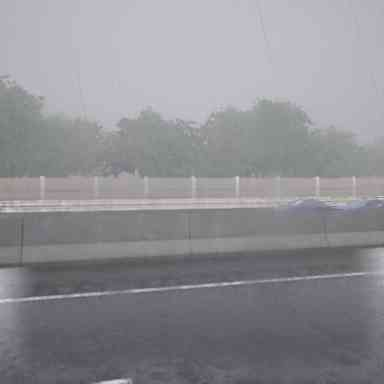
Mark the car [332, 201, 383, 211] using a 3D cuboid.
[{"bbox_3d":[11.018,1.364,19.446,4.718,1.301,1.895,-1,1,-14],"label":"car"}]

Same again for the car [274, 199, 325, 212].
[{"bbox_3d":[8.723,1.248,26.092,4.674,1.442,1.812,0,0,-14],"label":"car"}]

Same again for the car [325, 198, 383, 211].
[{"bbox_3d":[12.302,1.196,23.358,5.008,1.535,1.882,-1,1,-14],"label":"car"}]
